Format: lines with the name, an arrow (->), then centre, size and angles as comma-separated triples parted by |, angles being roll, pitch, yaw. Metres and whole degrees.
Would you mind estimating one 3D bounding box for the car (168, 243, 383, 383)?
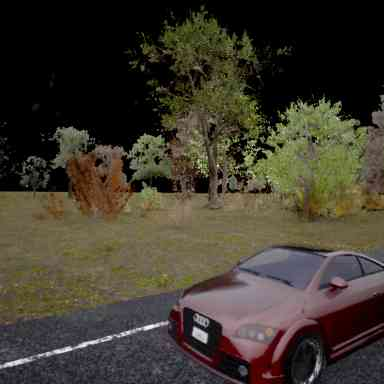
car -> 1.714, 1.565, 5.235 | 4.181, 1.385, 1.994 | 0, 0, -36
